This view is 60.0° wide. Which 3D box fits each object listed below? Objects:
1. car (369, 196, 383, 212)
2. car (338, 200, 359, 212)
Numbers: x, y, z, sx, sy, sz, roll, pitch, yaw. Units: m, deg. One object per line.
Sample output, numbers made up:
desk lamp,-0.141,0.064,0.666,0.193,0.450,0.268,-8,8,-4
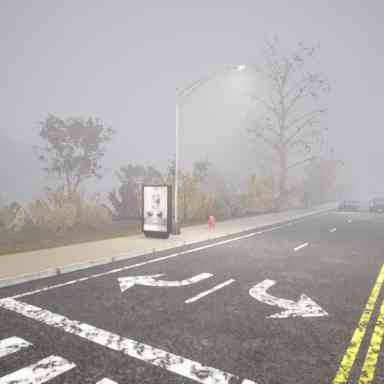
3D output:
car,21.539,1.393,38.046,2.097,1.767,4.553,0,0,31
car,18.724,1.602,39.670,1.994,1.385,4.181,0,0,31
